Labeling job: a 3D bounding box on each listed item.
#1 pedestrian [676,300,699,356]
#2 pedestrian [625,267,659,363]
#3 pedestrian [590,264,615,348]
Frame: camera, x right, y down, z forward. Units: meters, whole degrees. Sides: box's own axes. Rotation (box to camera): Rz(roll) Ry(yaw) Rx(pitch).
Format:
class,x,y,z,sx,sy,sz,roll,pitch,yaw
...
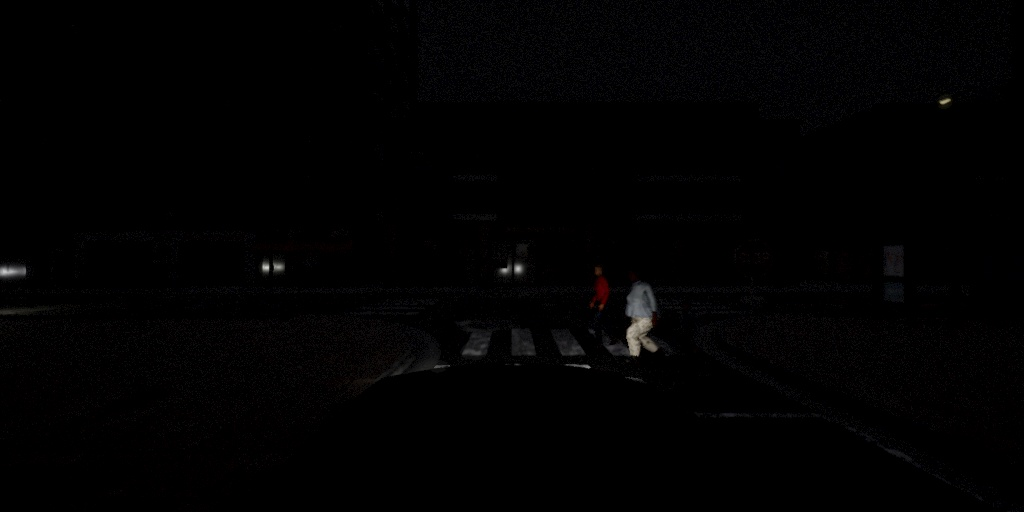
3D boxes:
class,x,y,z,sx,sy,sz,roll,pitch,yaw
pedestrian,3.535,1.403,7.091,0.500,1.100,0.500,0,0,0
pedestrian,2.341,1.026,6.493,0.375,1.860,0.375,0,0,0
pedestrian,1.902,1.018,7.694,0.375,1.860,0.375,0,0,0
